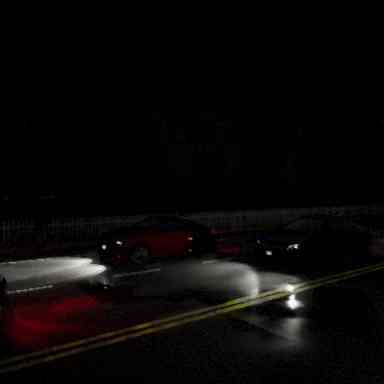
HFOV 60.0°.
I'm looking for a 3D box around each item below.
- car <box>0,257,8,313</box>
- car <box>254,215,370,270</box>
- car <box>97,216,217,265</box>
[{"bbox_3d":[-5.294,1.506,4.497,4.892,1.490,1.837,1,0,-35],"label":"car"},{"bbox_3d":[4.186,1.529,11.184,4.674,1.442,1.812,0,0,-35],"label":"car"},{"bbox_3d":[-1.156,1.566,11.719,4.181,1.385,1.994,0,0,-35],"label":"car"}]
